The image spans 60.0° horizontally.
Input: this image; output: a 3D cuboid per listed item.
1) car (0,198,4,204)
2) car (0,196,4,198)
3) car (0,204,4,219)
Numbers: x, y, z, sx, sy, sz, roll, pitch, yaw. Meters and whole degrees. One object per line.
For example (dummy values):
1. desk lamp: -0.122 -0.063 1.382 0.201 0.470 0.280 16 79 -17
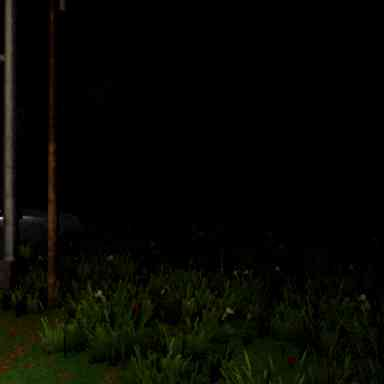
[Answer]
1. car: -18.150 1.537 31.049 1.994 1.385 4.181 0 0 -38
2. car: -26.062 1.325 43.696 4.553 1.767 2.097 0 0 39
3. car: -12.530 1.574 18.699 1.895 1.301 4.718 0 0 -13
